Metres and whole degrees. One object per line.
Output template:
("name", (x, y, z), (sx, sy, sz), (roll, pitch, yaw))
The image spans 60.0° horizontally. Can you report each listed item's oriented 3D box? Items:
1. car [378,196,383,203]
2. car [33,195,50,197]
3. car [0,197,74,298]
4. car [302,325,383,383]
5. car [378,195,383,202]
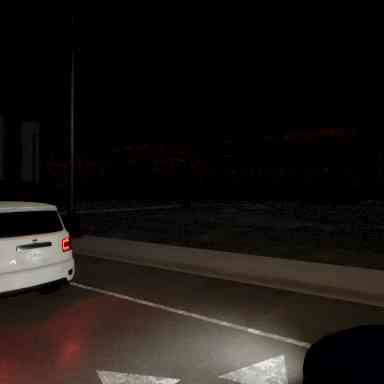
("car", (39.921, 1.527, 67.903), (2.038, 1.542, 4.974), (1, 1, 6))
("car", (-18.732, 1.203, 40.597), (1.837, 1.490, 4.892), (1, 1, 34))
("car", (-5.032, 1.219, 7.576), (5.566, 2.045, 2.150), (0, 0, 35))
("car", (3.005, 1.516, 1.843), (4.674, 1.442, 1.812), (0, 0, 35))
("car", (39.927, 1.369, 67.952), (1.853, 1.218, 4.536), (1, 1, 6))
